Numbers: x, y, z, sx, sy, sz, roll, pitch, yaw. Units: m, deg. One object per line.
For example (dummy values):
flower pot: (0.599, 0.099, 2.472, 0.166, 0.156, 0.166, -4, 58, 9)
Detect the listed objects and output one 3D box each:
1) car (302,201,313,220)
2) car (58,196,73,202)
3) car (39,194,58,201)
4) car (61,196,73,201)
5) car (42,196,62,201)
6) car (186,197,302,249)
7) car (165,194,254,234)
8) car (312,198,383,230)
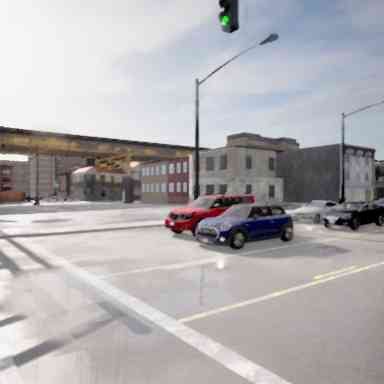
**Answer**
car: (9.125, 1.339, 23.675, 4.674, 1.442, 1.812, -1, 1, -35)
car: (-31.710, 1.680, 84.400, 2.038, 1.542, 4.974, 0, 0, -6)
car: (-35.440, 1.679, 84.282, 4.974, 1.542, 2.038, 0, 0, 24)
car: (-31.716, 1.523, 84.452, 1.853, 1.218, 4.536, 0, 0, -6)
car: (-35.487, 1.522, 84.303, 4.536, 1.218, 1.853, 0, 0, 24)
car: (2.331, 1.302, 14.387, 4.553, 1.767, 2.097, -1, 0, -36)
car: (1.246, 1.167, 17.941, 5.566, 2.045, 2.150, -1, 0, -36)
car: (9.667, 1.328, 19.742, 4.902, 1.511, 2.128, -1, 1, -36)
